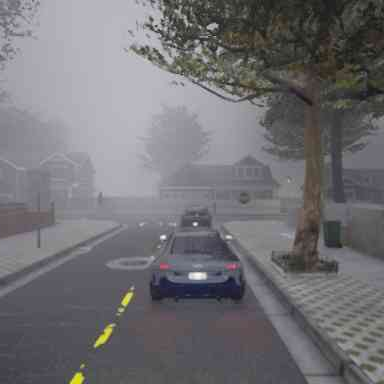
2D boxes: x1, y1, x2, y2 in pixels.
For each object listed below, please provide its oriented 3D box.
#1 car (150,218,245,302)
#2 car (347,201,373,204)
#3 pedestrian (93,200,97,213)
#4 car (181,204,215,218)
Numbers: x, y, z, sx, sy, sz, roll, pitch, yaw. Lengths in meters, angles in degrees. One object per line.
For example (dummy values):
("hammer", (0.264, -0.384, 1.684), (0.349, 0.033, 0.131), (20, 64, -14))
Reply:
("car", (0.104, 1.583, 8.376), (1.994, 1.385, 4.181), (0, 0, 0))
("car", (15.047, 1.625, 30.838), (4.892, 1.490, 1.837), (0, 0, -1))
("pedestrian", (-9.748, 1.418, 33.507), (0.375, 1.300, 0.375), (0, 0, -1))
("car", (0.364, 1.553, 21.296), (1.837, 1.490, 4.892), (0, 0, 4))
